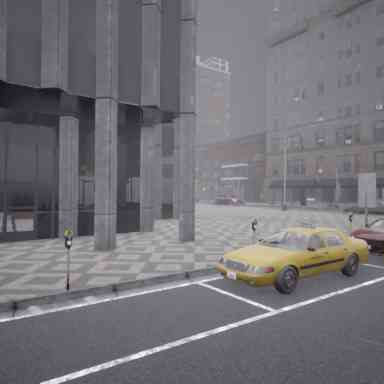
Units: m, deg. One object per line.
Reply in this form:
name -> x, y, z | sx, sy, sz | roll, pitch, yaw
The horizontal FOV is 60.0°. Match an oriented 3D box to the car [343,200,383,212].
car -> 16.198, 1.418, 29.175 | 2.033, 1.411, 5.357 | 1, 0, -39

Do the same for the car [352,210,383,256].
car -> 7.555, 1.548, 12.160 | 4.507, 1.381, 1.887 | 0, 1, -36

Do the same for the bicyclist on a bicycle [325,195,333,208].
bicyclist on a bicycle -> 16.356, 1.159, 39.546 | 1.656, 1.620, 0.582 | 0, 0, -35

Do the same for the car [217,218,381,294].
car -> 2.841, 1.527, 8.790 | 4.829, 1.417, 1.752 | 0, 1, -36

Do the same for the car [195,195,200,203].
car -> -0.593, 1.089, 58.195 | 2.128, 1.511, 4.902 | 1, 0, -35

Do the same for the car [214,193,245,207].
car -> 5.021, 1.048, 44.793 | 2.097, 1.767, 4.553 | 1, 0, -35
